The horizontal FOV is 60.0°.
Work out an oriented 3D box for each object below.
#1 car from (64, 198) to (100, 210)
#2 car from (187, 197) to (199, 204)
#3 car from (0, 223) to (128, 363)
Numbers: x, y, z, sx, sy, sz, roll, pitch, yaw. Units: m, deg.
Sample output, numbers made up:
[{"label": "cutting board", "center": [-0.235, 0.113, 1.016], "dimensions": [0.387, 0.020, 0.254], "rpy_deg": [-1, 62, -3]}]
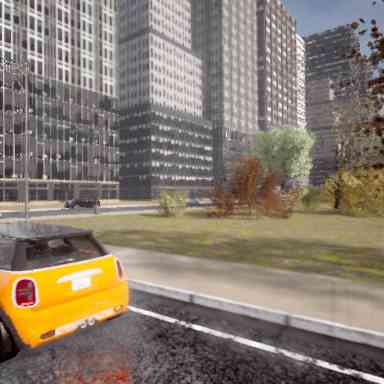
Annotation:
[{"label": "car", "center": [-14.552, 1.546, 44.057], "dimensions": [1.837, 1.490, 4.892], "rpy_deg": [-1, -1, 37]}, {"label": "car", "center": [-0.751, 1.667, 62.199], "dimensions": [1.895, 1.301, 4.718], "rpy_deg": [-1, -1, 37]}, {"label": "car", "center": [-3.335, 1.342, 6.063], "dimensions": [4.553, 1.767, 2.097], "rpy_deg": [0, 0, 35]}]
